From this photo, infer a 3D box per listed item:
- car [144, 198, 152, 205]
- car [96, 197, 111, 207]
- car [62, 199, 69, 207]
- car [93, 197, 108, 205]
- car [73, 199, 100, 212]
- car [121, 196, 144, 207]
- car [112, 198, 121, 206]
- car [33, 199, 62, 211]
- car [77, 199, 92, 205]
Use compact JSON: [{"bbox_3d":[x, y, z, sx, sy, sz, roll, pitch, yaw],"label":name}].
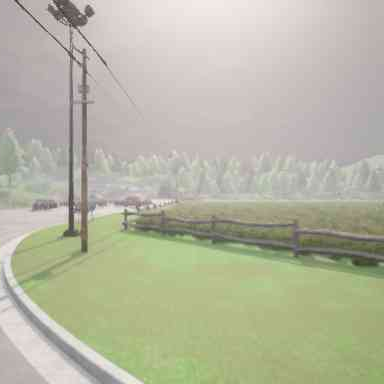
[{"bbox_3d":[-10.294,2.177,75.224,1.812,1.442,4.674,0,0,2],"label":"car"},{"bbox_3d":[-17.750,2.088,64.411,1.837,1.490,4.892,0,0,2],"label":"car"},{"bbox_3d":[-24.701,2.137,65.668,1.812,1.442,4.674,0,0,2],"label":"car"},{"bbox_3d":[-20.788,2.039,75.584,2.097,1.767,4.553,0,0,2],"label":"car"},{"bbox_3d":[-14.896,1.990,46.463,1.994,1.385,4.181,0,-1,2],"label":"car"},{"bbox_3d":[-10.786,1.757,61.030,2.150,2.045,5.566,0,-1,2],"label":"car"},{"bbox_3d":[-14.102,2.074,67.240,1.882,1.535,5.008,0,0,3],"label":"car"},{"bbox_3d":[-21.767,1.825,49.694,2.097,1.767,4.553,0,0,2],"label":"car"},{"bbox_3d":[-24.293,2.245,75.526,1.994,1.385,4.181,0,0,2],"label":"car"}]
